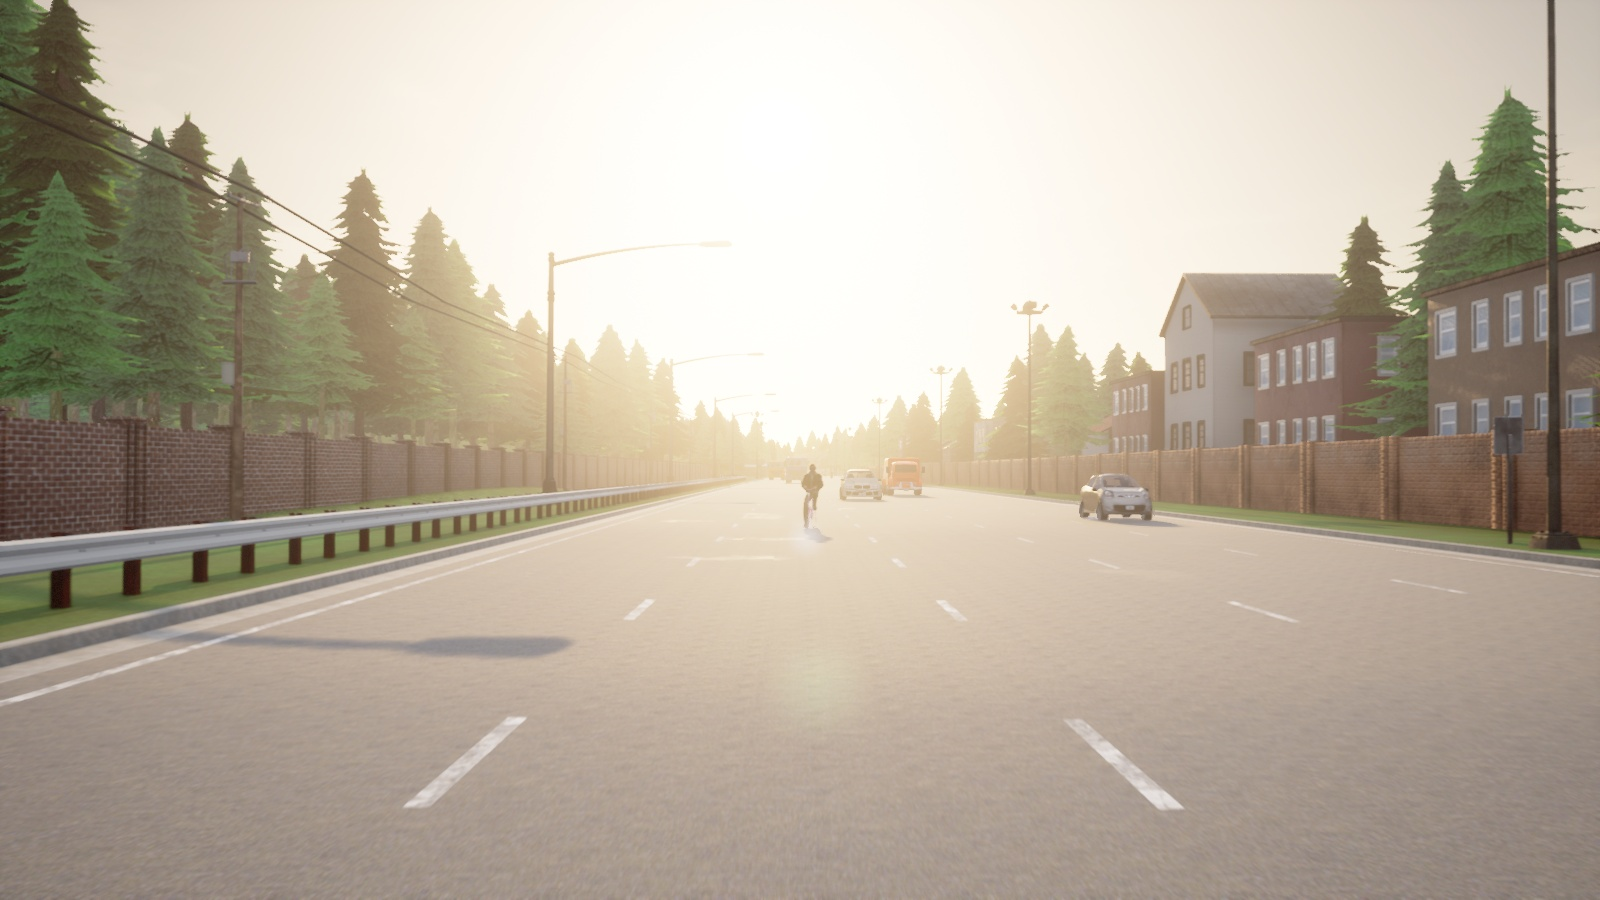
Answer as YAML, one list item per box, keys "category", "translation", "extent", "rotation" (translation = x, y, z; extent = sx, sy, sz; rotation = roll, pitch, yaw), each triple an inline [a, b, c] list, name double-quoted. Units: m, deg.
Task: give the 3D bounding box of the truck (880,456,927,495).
- category: "truck"
  translation: [6.794, 1.688, 82.901]
  extent: [2.627, 2.467, 5.204]
  rotation: [0, -1, 0]

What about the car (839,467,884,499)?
- category: "car"
  translation: [3.329, 1.802, 69.099]
  extent: [2.242, 1.667, 4.611]
  rotation: [0, -1, 0]

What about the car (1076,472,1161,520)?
- category: "car"
  translation: [10.398, 1.478, 41.240]
  extent: [1.845, 1.501, 3.633]
  rotation: [0, -1, 0]

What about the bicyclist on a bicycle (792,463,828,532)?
- category: "bicyclist on a bicycle"
  translation: [0.267, 1.243, 33.408]
  extent: [0.659, 1.776, 1.843]
  rotation: [1, -1, 9]
